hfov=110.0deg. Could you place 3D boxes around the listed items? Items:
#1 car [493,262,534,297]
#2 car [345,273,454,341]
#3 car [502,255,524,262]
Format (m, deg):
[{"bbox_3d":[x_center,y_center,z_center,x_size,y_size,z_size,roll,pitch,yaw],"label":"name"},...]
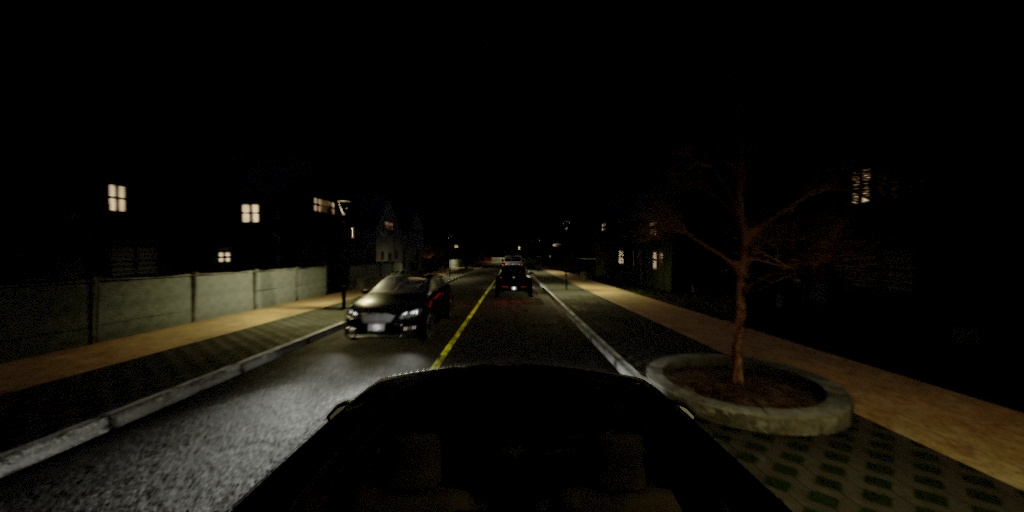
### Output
[{"bbox_3d":[0.091,1.244,18.992,1.837,1.490,4.892,0,0,0],"label":"car"},{"bbox_3d":[-2.824,1.237,9.948,2.128,1.511,4.902,0,0,0],"label":"car"},{"bbox_3d":[0.083,0.950,38.008,2.150,2.045,5.566,0,0,0],"label":"car"}]
